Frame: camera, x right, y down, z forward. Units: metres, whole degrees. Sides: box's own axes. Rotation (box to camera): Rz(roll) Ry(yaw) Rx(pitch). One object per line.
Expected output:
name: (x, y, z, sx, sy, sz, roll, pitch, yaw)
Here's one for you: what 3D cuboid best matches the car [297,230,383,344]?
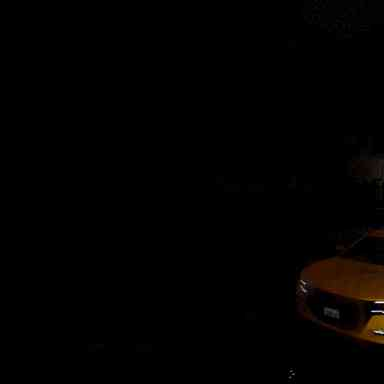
car: (4.053, 1.479, 6.278, 5.008, 1.535, 1.882, 0, 0, -36)
